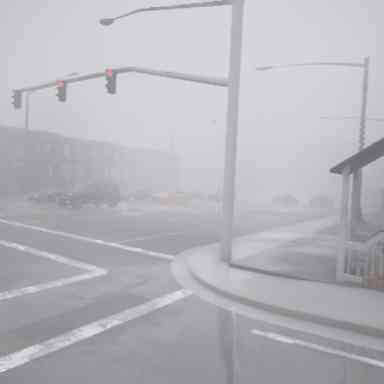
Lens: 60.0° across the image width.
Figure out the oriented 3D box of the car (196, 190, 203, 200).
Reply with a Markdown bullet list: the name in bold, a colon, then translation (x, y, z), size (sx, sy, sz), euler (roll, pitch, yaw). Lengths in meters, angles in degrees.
- **car**: translation (-0.130, 0.365, 43.333), size (1.994, 1.385, 4.181), euler (4, 2, 36)

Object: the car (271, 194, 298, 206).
- **car**: translation (11.573, 0.944, 41.333), size (2.033, 1.411, 5.357), euler (4, 2, 36)

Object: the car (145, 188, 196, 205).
- **car**: translation (-2.138, 0.470, 34.573), size (1.882, 1.535, 5.008), euler (4, 2, 36)

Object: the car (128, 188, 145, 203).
- **car**: translation (-5.940, 0.302, 35.276), size (1.837, 1.490, 4.892), euler (4, 2, 36)

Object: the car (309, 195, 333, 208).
- **car**: translation (16.088, 1.123, 41.469), size (1.812, 1.442, 4.674), euler (4, 2, 38)

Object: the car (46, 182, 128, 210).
- **car**: translation (-8.093, 0.211, 26.268), size (2.150, 2.045, 5.566), euler (4, 2, 36)

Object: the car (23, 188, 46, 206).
- **car**: translation (-11.390, 0.286, 27.702), size (2.128, 1.511, 4.902), euler (4, 2, 36)

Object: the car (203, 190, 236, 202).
- **car**: translation (3.911, 0.475, 42.938), size (1.882, 1.535, 5.008), euler (4, 2, 36)
